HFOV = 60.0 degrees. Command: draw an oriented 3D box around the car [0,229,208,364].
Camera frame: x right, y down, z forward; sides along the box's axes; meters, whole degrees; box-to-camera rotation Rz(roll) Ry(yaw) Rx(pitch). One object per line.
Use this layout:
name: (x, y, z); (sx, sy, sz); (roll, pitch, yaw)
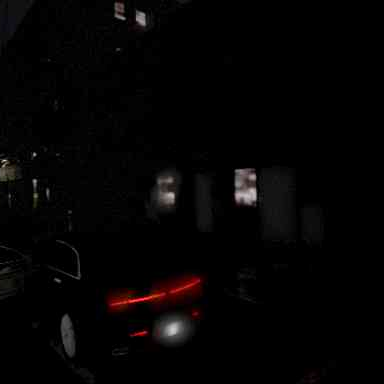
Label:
car: (-1.825, 1.423, 5.886); (1.837, 1.490, 4.892); (-2, 1, -41)
